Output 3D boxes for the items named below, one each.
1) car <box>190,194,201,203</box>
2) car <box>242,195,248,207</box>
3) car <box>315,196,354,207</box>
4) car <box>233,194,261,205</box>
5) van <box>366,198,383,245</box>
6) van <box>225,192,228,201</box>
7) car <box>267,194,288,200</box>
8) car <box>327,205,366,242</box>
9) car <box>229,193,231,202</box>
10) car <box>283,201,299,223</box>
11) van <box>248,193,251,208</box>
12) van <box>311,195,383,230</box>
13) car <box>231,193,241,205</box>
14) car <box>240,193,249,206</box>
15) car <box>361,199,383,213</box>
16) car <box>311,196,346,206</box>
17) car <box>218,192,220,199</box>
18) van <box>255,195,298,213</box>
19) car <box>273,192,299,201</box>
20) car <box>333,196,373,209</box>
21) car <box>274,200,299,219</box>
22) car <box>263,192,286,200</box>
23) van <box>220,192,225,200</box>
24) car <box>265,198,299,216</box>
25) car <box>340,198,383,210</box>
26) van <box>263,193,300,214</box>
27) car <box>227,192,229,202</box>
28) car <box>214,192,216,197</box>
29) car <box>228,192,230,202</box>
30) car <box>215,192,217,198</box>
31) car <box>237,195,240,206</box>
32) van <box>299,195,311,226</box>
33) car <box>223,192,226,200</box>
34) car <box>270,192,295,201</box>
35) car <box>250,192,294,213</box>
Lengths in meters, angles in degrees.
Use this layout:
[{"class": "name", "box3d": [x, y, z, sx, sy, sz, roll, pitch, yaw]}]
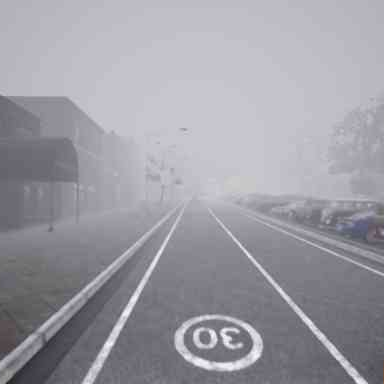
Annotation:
[{"class": "car", "box3d": [0.628, 1.234, 65.203, 2.097, 1.767, 4.553, 0, 0, 0]}, {"class": "car", "box3d": [9.472, 1.504, 43.648, 4.892, 1.521, 2.231, 0, 0, 0]}, {"class": "car", "box3d": [22.394, 1.509, 52.424, 5.366, 1.575, 1.946, 0, 0, 0]}, {"class": "car", "box3d": [9.482, 1.306, 57.663, 4.553, 1.767, 2.185, 0, 0, 0]}, {"class": "van", "box3d": [9.522, 1.334, 12.802, 4.442, 1.987, 1.878, 0, 0, 0]}, {"class": "van", "box3d": [9.417, 1.163, 66.072, 4.442, 1.987, 1.878, 0, 0, 0]}, {"class": "car", "box3d": [22.662, 1.335, 88.653, 5.008, 1.535, 2.097, 0, 0, 0]}, {"class": "car", "box3d": [9.405, 1.567, 15.605, 5.008, 1.535, 2.097, 0, 0, 0]}, {"class": "car", "box3d": [9.478, 1.195, 54.859, 5.566, 2.045, 2.435, 0, 0, 0]}, {"class": "car", "box3d": [9.460, 1.609, 24.017, 4.792, 1.488, 2.163, 0, 0, 0]}, {"class": "van", "box3d": [9.589, 1.292, 40.843, 4.442, 1.987, 1.878, 0, 0, 0]}, {"class": "van", "box3d": [9.302, 1.347, 18.413, 4.442, 1.987, 1.878, 0, 0, 0]}, {"class": "car", "box3d": [9.471, 1.209, 52.056, 5.566, 2.045, 2.435, 0, 0, 0]}, {"class": "car", "box3d": [9.517, 1.364, 46.450, 4.553, 1.767, 2.185, 0, 0, 0]}, {"class": "car", "box3d": [22.732, 1.582, 38.544, 5.366, 1.575, 1.946, 0, 0, 0]}, {"class": "car", "box3d": [22.592, 1.500, 55.200, 4.892, 1.521, 2.231, 0, 0, 0]}, {"class": "car", "box3d": [9.759, 1.302, 82.892, 5.366, 1.575, 1.946, 0, 0, 0]}, {"class": "van", "box3d": [9.582, 1.306, 38.039, 4.442, 1.987, 1.878, 0, 0, 0]}, {"class": "car", "box3d": [22.620, 1.119, 80.422, 5.566, 2.045, 2.435, 0, 0, 0]}, {"class": "car", "box3d": [22.597, 1.416, 46.873, 4.553, 1.767, 2.185, 0, 0, 0]}, {"class": "car", "box3d": [9.435, 1.615, 26.825, 4.674, 1.452, 2.002, 0, 0, 0]}, {"class": "car", "box3d": [22.647, 1.074, 91.439, 5.566, 2.045, 2.435, 0, 0, 0]}, {"class": "van", "box3d": [9.444, 1.106, 77.285, 4.442, 1.987, 1.878, 0, 0, 0]}, {"class": "car", "box3d": [9.451, 1.569, 29.628, 4.892, 1.521, 2.231, 0, 0, 0]}, {"class": "car", "box3d": [22.530, 1.585, 44.097, 4.792, 1.488, 2.163, 0, 0, 0]}, {"class": "van", "box3d": [9.569, 1.335, 32.435, 4.442, 1.987, 1.878, 0, 0, 0]}, {"class": "car", "box3d": [9.558, 1.278, 63.269, 4.553, 1.767, 2.185, 0, 0, 0]}, {"class": "car", "box3d": [9.596, 1.265, 94.098, 4.892, 1.521, 2.231, 0, 0, 0]}, {"class": "car", "box3d": [9.488, 1.292, 60.466, 4.553, 1.767, 2.185, 0, 0, 0]}, {"class": "car", "box3d": [9.565, 1.301, 91.301, 4.792, 1.488, 2.163, 0, 0, 0]}, {"class": "car", "box3d": [9.489, 1.515, 49.254, 4.674, 1.452, 2.002, 0, 0, 0]}, {"class": "van", "box3d": [9.542, 1.351, 21.214, 4.442, 1.987, 1.878, 0, 0, 0]}, {"class": "car", "box3d": [9.534, 1.375, 68.876, 5.008, 1.535, 2.097, 0, 0, 0]}, {"class": "car", "box3d": [22.626, 1.106, 83.084, 5.566, 2.045, 2.435, 0, 0, 0]}, {"class": "car", "box3d": [9.431, 1.295, 35.236, 5.566, 2.045, 2.435, 0, 0, 0]}]
